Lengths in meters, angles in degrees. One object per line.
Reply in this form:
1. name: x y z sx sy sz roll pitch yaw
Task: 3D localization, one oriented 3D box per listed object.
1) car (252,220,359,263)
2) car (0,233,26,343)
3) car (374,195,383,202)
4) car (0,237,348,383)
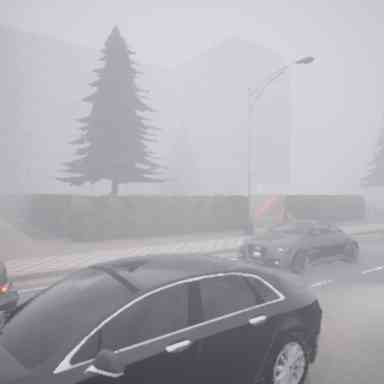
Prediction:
1. car: 3.496 1.610 10.692 4.181 1.385 1.994 0 0 -35
2. car: -5.360 1.538 4.450 5.357 1.411 2.033 0 0 -35
3. car: 47.421 1.838 81.171 1.970 1.475 3.806 0 0 -36
4. car: -0.579 1.514 3.557 4.892 1.490 1.837 1 -1 -36
